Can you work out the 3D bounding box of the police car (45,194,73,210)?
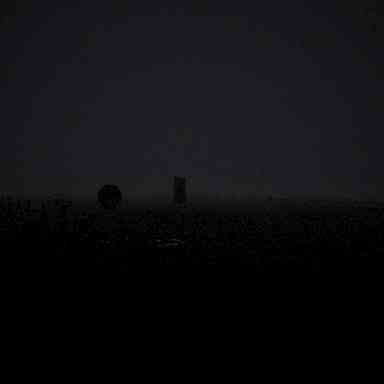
[{"bbox_3d":[-14.284,0.996,35.469,1.930,1.638,5.238,1,0,-36],"label":"police car"}]
